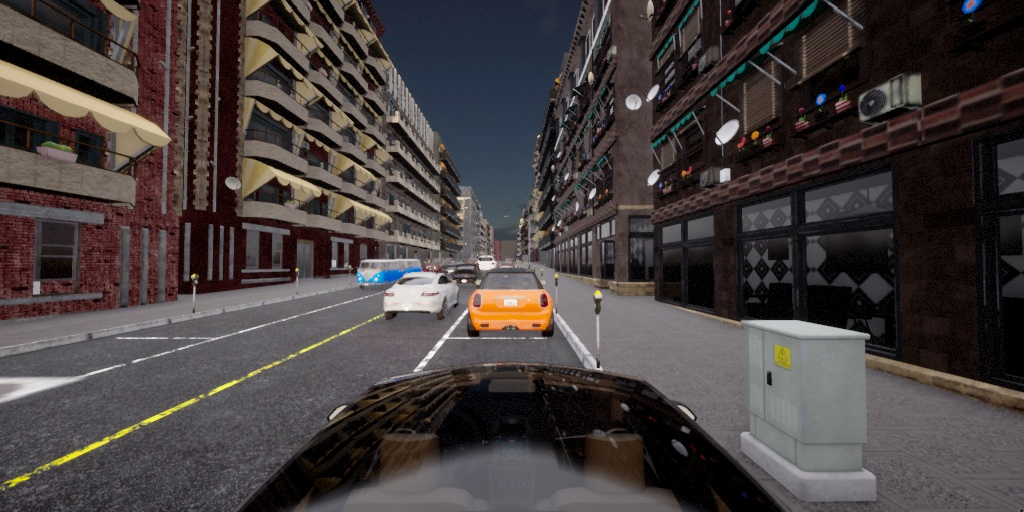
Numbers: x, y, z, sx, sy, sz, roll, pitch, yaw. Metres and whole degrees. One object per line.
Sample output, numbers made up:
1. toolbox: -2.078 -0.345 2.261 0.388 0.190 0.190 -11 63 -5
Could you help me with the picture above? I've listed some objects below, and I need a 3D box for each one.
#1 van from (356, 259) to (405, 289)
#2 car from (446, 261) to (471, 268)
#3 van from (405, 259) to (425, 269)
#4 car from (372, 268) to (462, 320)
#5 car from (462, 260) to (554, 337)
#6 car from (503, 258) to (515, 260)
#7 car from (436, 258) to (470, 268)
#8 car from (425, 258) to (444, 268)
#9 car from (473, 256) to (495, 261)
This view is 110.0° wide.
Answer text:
1. van: -8.335 1.108 22.603 1.690 1.789 3.998 0 0 0
2. car: -2.950 1.276 24.395 1.837 1.490 4.892 0 0 0
3. van: -8.336 1.118 28.134 1.690 1.789 3.998 0 0 0
4. car: -3.019 1.283 12.602 1.812 1.442 4.674 0 -1 0
5. car: -0.033 1.108 10.473 2.097 1.767 4.553 0 0 0
6. car: -0.446 1.240 39.134 1.967 1.591 4.097 0 0 0
7. car: -5.857 1.285 36.129 2.128 1.511 4.902 0 0 0
8. car: -8.336 1.115 39.194 2.192 1.841 5.009 0 0 0
9. car: -2.938 1.029 42.766 2.150 2.045 5.566 0 0 0
